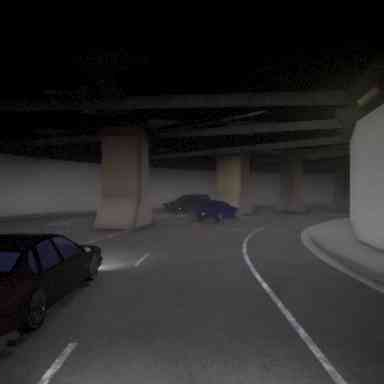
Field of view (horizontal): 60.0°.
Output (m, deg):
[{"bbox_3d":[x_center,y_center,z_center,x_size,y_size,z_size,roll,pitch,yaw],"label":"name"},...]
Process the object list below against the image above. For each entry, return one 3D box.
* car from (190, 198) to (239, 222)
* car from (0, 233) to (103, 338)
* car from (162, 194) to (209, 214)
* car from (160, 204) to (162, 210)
[{"bbox_3d":[2.157,1.494,27.123,1.882,1.535,5.008,0,0,31],"label":"car"},{"bbox_3d":[-3.380,1.552,6.729,2.033,1.411,5.357,0,0,1],"label":"car"},{"bbox_3d":[-0.205,1.246,35.806,2.150,2.045,5.566,0,-1,42],"label":"car"},{"bbox_3d":[-1.537,1.516,39.370,4.902,1.511,2.128,0,0,-45],"label":"car"}]
